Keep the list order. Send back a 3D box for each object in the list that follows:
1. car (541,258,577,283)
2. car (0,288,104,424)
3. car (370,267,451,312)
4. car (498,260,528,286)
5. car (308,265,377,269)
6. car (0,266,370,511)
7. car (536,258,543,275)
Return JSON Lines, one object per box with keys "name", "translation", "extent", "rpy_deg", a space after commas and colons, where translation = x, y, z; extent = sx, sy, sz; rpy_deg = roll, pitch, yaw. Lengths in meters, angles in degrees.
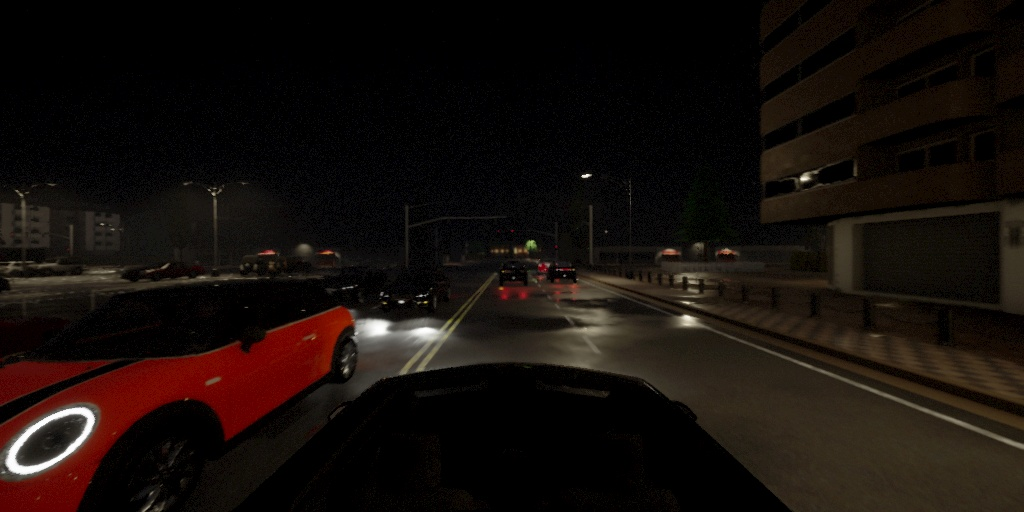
{"name": "car", "translation": [3.573, 1.126, 26.652], "extent": [2.128, 1.511, 4.902], "rpy_deg": [0, 0, 0]}
{"name": "car", "translation": [-7.104, 1.260, 2.909], "extent": [1.882, 1.535, 5.008], "rpy_deg": [0, 0, 0]}
{"name": "car", "translation": [-3.592, 1.226, 14.063], "extent": [1.837, 1.490, 4.892], "rpy_deg": [0, 0, 0]}
{"name": "car", "translation": [0.099, 1.153, 24.564], "extent": [2.128, 1.511, 4.902], "rpy_deg": [0, 0, 0]}
{"name": "car", "translation": [-7.086, 1.219, 16.227], "extent": [2.128, 1.511, 4.902], "rpy_deg": [0, 1, 0]}
{"name": "car", "translation": [-3.603, 1.111, 4.058], "extent": [2.097, 1.767, 4.553], "rpy_deg": [0, 0, 0]}
{"name": "car", "translation": [3.588, 0.950, 36.850], "extent": [2.097, 1.767, 4.553], "rpy_deg": [0, 0, 2]}
